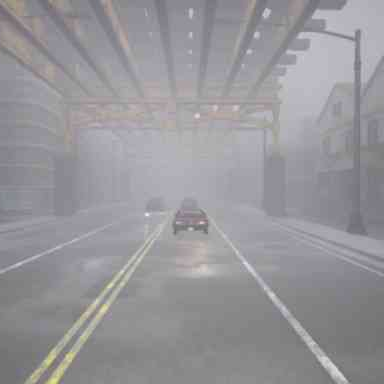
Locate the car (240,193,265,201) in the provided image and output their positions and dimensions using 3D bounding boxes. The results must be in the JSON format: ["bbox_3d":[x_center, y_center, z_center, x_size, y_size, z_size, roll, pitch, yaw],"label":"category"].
[{"bbox_3d":[12.809,0.975,70.708,4.974,1.542,2.038,0,1,24],"label":"car"}]

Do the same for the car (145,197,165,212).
[{"bbox_3d":[-3.982,1.368,36.630,1.837,1.490,4.892,0,1,-1],"label":"car"}]

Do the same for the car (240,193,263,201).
[{"bbox_3d":[12.531,1.023,66.545,4.974,1.542,2.038,0,1,-21],"label":"car"}]

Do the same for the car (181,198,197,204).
[{"bbox_3d":[-0.337,1.396,40.657,1.994,1.385,4.181,0,1,-1],"label":"car"}]

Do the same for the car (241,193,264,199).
[{"bbox_3d":[12.857,0.818,70.685,4.536,1.218,1.853,0,1,24],"label":"car"}]

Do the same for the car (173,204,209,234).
[{"bbox_3d":[-0.089,1.584,19.138,1.895,1.301,4.718,0,0,-1],"label":"car"}]

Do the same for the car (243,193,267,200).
[{"bbox_3d":[12.580,0.866,66.562,4.536,1.218,1.853,0,1,-21],"label":"car"}]
